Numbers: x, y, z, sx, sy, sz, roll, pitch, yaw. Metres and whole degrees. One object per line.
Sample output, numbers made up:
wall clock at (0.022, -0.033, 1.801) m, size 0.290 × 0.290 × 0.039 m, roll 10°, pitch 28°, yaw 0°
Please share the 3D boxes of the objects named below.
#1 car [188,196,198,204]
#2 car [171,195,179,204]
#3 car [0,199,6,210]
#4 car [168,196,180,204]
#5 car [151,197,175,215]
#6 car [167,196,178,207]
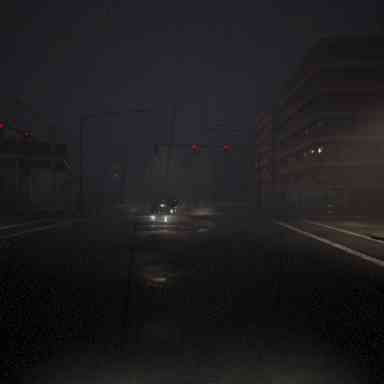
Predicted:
car at (0.248, 1.526, 64.987) m, size 1.812 × 1.442 × 4.674 m, roll 0°, pitch 0°, yaw 0°
car at (-3.331, 1.352, 52.538) m, size 2.097 × 1.767 × 4.553 m, roll 0°, pitch 0°, yaw 0°
car at (-24.053, 1.456, 38.905) m, size 3.806 × 1.475 × 1.970 m, roll 0°, pitch 0°, yaw 1°
car at (-3.393, 1.564, 62.555) m, size 1.994 × 1.385 × 4.181 m, roll 0°, pitch 0°, yaw 0°
car at (-3.174, 1.547, 34.701) m, size 2.033 × 1.411 × 5.357 m, roll 0°, pitch 0°, yaw -1°
car at (-3.256, 1.564, 43.942) m, size 1.994 × 1.385 × 4.181 m, roll 0°, pitch 0°, yaw 0°
